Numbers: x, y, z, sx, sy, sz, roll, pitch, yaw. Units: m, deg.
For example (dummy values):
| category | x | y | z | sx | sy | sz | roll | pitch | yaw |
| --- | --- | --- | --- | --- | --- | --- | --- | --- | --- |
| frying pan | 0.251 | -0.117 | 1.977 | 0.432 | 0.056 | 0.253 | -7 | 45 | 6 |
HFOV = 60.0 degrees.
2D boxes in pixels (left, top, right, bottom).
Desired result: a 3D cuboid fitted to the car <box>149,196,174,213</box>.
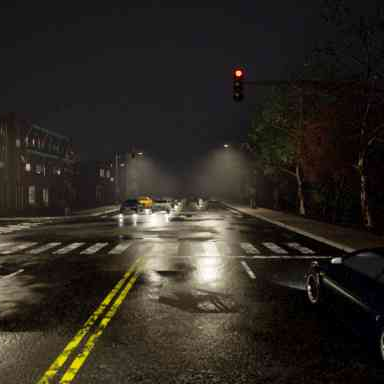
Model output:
| category | x | y | z | sx | sy | sz | roll | pitch | yaw |
| --- | --- | --- | --- | --- | --- | --- | --- | --- | --- |
| car | -3.358 | 1.515 | 36.985 | 1.812 | 1.442 | 4.674 | 0 | 0 | 0 |

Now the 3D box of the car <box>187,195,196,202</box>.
| category | x | y | z | sx | sy | sz | roll | pitch | yaw |
| --- | --- | --- | --- | --- | --- | --- | --- | --- | --- |
| car | -0.040 | 1.494 | 78.836 | 2.128 | 1.511 | 4.902 | 0 | 0 | 0 |

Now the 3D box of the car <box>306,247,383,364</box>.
| category | x | y | z | sx | sy | sz | roll | pitch | yaw |
| --- | --- | --- | --- | --- | --- | --- | --- | --- | --- |
| car | 3.335 | 1.563 | 5.302 | 1.994 | 1.385 | 4.181 | 0 | 0 | 1 |

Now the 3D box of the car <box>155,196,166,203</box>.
| category | x | y | z | sx | sy | sz | roll | pitch | yaw |
| --- | --- | --- | --- | --- | --- | --- | --- | --- | --- |
| car | -6.535 | 1.576 | 69.063 | 1.895 | 1.301 | 4.718 | 0 | 0 | 0 |

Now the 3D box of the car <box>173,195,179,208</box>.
| category | x | y | z | sx | sy | sz | roll | pitch | yaw |
| --- | --- | --- | --- | --- | --- | --- | --- | --- | --- |
| car | -3.361 | 1.477 | 46.253 | 2.128 | 1.511 | 4.902 | 0 | 0 | 0 |

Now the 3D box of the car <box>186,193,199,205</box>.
| category | x | y | z | sx | sy | sz | roll | pitch | yaw |
| --- | --- | --- | --- | --- | --- | --- | --- | --- | --- |
| car | 0.072 | 1.201 | 57.754 | 2.150 | 2.045 | 5.566 | 0 | 0 | 0 |

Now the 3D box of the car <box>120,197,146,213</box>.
| category | x | y | z | sx | sy | sz | roll | pitch | yaw |
| --- | --- | --- | --- | --- | --- | --- | --- | --- | --- |
| car | -6.637 | 1.515 | 36.831 | 1.812 | 1.442 | 4.674 | 0 | 0 | 1 |

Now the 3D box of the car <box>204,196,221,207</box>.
| category | x | y | z | sx | sy | sz | roll | pitch | yaw |
| --- | --- | --- | --- | --- | --- | --- | --- | --- | --- |
| car | 3.326 | 1.475 | 50.798 | 2.128 | 1.511 | 4.902 | 0 | 0 | 0 |

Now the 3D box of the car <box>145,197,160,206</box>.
| category | x | y | z | sx | sy | sz | roll | pitch | yaw |
| --- | --- | --- | --- | --- | --- | --- | --- | --- | --- |
| car | -6.604 | 1.545 | 55.827 | 1.994 | 1.385 | 4.181 | 0 | 0 | 0 |

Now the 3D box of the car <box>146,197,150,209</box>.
| category | x | y | z | sx | sy | sz | roll | pitch | yaw |
| --- | --- | --- | --- | --- | --- | --- | --- | --- | --- |
| car | -6.610 | 1.463 | 45.916 | 1.882 | 1.535 | 5.008 | 0 | 0 | 0 |

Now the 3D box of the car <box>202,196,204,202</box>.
| category | x | y | z | sx | sy | sz | roll | pitch | yaw |
| --- | --- | --- | --- | --- | --- | --- | --- | --- | --- |
| car | 3.216 | 1.512 | 74.829 | 2.033 | 1.411 | 5.357 | 0 | 0 | 0 |

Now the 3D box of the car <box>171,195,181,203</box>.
| category | x | y | z | sx | sy | sz | roll | pitch | yaw |
| --- | --- | --- | --- | --- | --- | --- | --- | --- | --- |
| car | -3.291 | 1.453 | 68.814 | 1.882 | 1.535 | 5.008 | 0 | 0 | 0 |

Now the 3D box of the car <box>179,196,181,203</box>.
| category | x | y | z | sx | sy | sz | roll | pitch | yaw |
| --- | --- | --- | --- | --- | --- | --- | --- | --- | --- |
| car | -3.348 | 1.582 | 56.332 | 1.895 | 1.301 | 4.718 | 0 | 0 | 0 |
